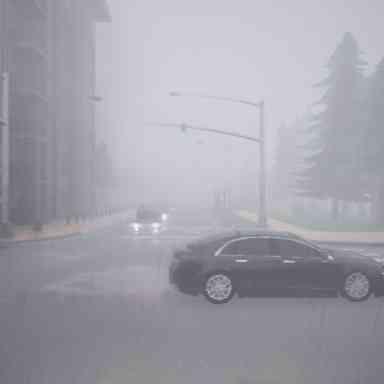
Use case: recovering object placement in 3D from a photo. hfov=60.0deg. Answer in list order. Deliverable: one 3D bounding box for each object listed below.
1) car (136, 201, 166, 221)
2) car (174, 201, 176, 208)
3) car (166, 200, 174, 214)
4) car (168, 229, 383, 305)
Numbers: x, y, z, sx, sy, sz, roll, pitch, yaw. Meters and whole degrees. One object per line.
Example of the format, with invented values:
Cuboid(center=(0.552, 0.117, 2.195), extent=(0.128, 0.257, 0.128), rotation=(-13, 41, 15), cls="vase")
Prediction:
Cuboid(center=(-3.688, 1.694, 29.330), extent=(1.882, 1.535, 5.008), rotation=(0, 0, 0), cls="car")
Cuboid(center=(-3.680, 2.024, 55.672), extent=(2.033, 1.411, 5.357), rotation=(0, 0, 0), cls="car")
Cuboid(center=(-3.721, 1.788, 40.140), extent=(2.128, 1.511, 4.902), rotation=(0, 0, 0), cls="car")
Cuboid(center=(1.901, 1.642, 7.691), extent=(4.892, 1.490, 1.837), rotation=(0, 0, -2), cls="car")
